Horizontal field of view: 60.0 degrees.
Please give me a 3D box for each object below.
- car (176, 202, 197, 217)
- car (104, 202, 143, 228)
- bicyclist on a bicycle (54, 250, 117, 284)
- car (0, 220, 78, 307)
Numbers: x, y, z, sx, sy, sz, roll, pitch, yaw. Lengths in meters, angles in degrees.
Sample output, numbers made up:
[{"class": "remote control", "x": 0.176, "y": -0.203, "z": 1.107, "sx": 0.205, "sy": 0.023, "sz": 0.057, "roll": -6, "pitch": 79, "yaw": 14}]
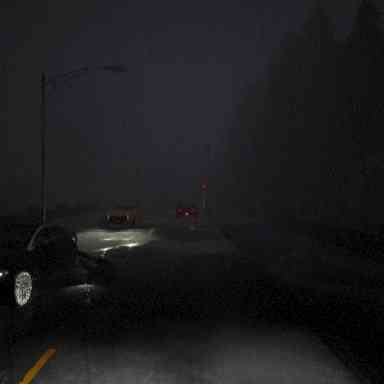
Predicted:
[{"class": "car", "x": -0.500, "y": 1.601, "z": 30.971, "sx": 1.895, "sy": 1.301, "sz": 4.718, "roll": 0, "pitch": 0, "yaw": -1}, {"class": "car", "x": -4.517, "y": 1.477, "z": 22.458, "sx": 1.882, "sy": 1.535, "sz": 5.008, "roll": 0, "pitch": 0, "yaw": -1}, {"class": "bicyclist on a bicycle", "x": -2.583, "y": 1.996, "z": 8.633, "sx": 1.620, "sy": 0.582, "sz": 1.656, "roll": 15, "pitch": 9, "yaw": 21}, {"class": "car", "x": -4.257, "y": 1.491, "z": 8.016, "sx": 2.128, "sy": 1.511, "sz": 4.902, "roll": 0, "pitch": 0, "yaw": -2}]
